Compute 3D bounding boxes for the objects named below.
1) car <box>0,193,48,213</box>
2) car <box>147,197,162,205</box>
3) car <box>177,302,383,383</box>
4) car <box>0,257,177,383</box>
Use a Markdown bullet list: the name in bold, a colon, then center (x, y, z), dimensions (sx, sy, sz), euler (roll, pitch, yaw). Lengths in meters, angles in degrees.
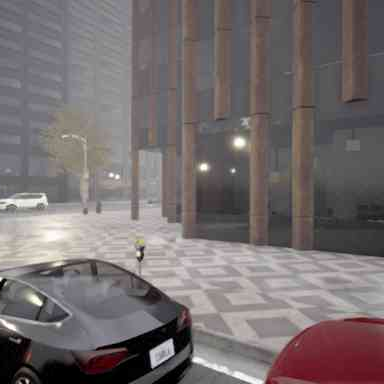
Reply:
- **car**: center (-18.953, 1.149, 37.185), dimensions (2.150, 2.045, 5.566), euler (0, 0, 35)
- **car**: center (-5.617, 1.446, 55.890), dimensions (1.994, 1.385, 4.181), euler (0, 0, 36)
- **car**: center (2.616, 1.316, 1.094), dimensions (5.009, 1.841, 2.192), euler (0, 0, 36)
- **car**: center (-1.971, 1.564, 4.370), dimensions (4.313, 1.339, 1.947), euler (0, 0, 36)
